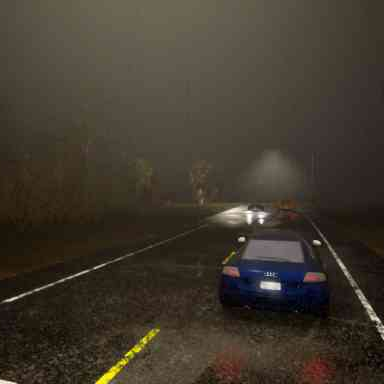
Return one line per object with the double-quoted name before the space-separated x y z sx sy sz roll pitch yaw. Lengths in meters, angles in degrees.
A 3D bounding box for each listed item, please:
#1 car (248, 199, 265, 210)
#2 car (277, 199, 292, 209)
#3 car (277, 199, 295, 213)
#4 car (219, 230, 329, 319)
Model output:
"car" 8.210 1.616 42.349 1.895 1.301 4.718 0 0 14
"car" 13.075 1.628 47.363 1.895 1.301 4.718 0 0 13
"car" 10.630 1.486 37.604 1.882 1.535 5.008 0 0 15
"car" 1.938 1.563 7.569 1.994 1.385 4.181 0 0 17
